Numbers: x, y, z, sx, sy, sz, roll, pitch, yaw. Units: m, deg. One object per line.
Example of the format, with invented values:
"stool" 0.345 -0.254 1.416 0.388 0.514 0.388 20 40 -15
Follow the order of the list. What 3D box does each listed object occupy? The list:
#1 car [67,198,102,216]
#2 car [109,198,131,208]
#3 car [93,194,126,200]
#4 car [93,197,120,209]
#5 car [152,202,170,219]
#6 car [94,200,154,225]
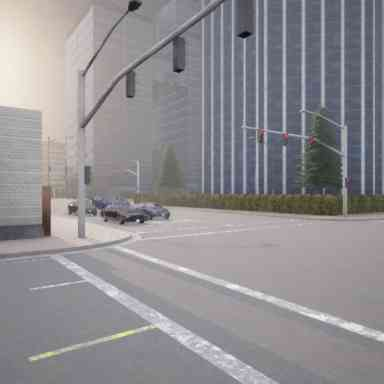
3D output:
"car" -10.975 1.560 33.141 1.837 1.490 4.892 0 0 -36
"car" -11.274 1.619 51.872 1.994 1.385 4.181 0 0 -36
"car" -9.374 1.277 36.917 2.150 2.045 5.566 0 0 -36
"car" -12.203 1.547 47.167 2.128 1.511 4.902 0 0 -36
"car" -3.711 1.581 29.045 1.812 1.442 4.674 0 0 -36
"car" -5.305 1.603 25.232 2.033 1.411 5.357 0 0 -36
